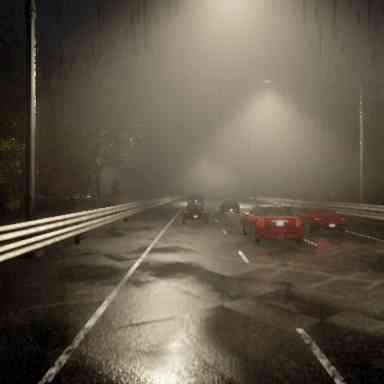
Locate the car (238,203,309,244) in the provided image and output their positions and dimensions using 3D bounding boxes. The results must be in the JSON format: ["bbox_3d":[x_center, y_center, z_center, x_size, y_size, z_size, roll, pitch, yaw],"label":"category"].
[{"bbox_3d":[3.678,1.359,15.954,2.097,1.767,4.553,0,0,0],"label":"car"}]

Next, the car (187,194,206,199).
[{"bbox_3d":[0.566,1.238,43.032,2.150,2.045,5.566,0,0,1],"label":"car"}]

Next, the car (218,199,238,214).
[{"bbox_3d":[3.922,1.519,35.384,1.837,1.490,4.892,0,0,1],"label":"car"}]

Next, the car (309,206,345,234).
[{"bbox_3d":[7.206,1.535,19.329,1.812,1.442,4.674,0,0,1],"label":"car"}]

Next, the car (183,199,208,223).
[{"bbox_3d":[0.270,1.537,25.385,1.812,1.442,4.674,0,0,0],"label":"car"}]
